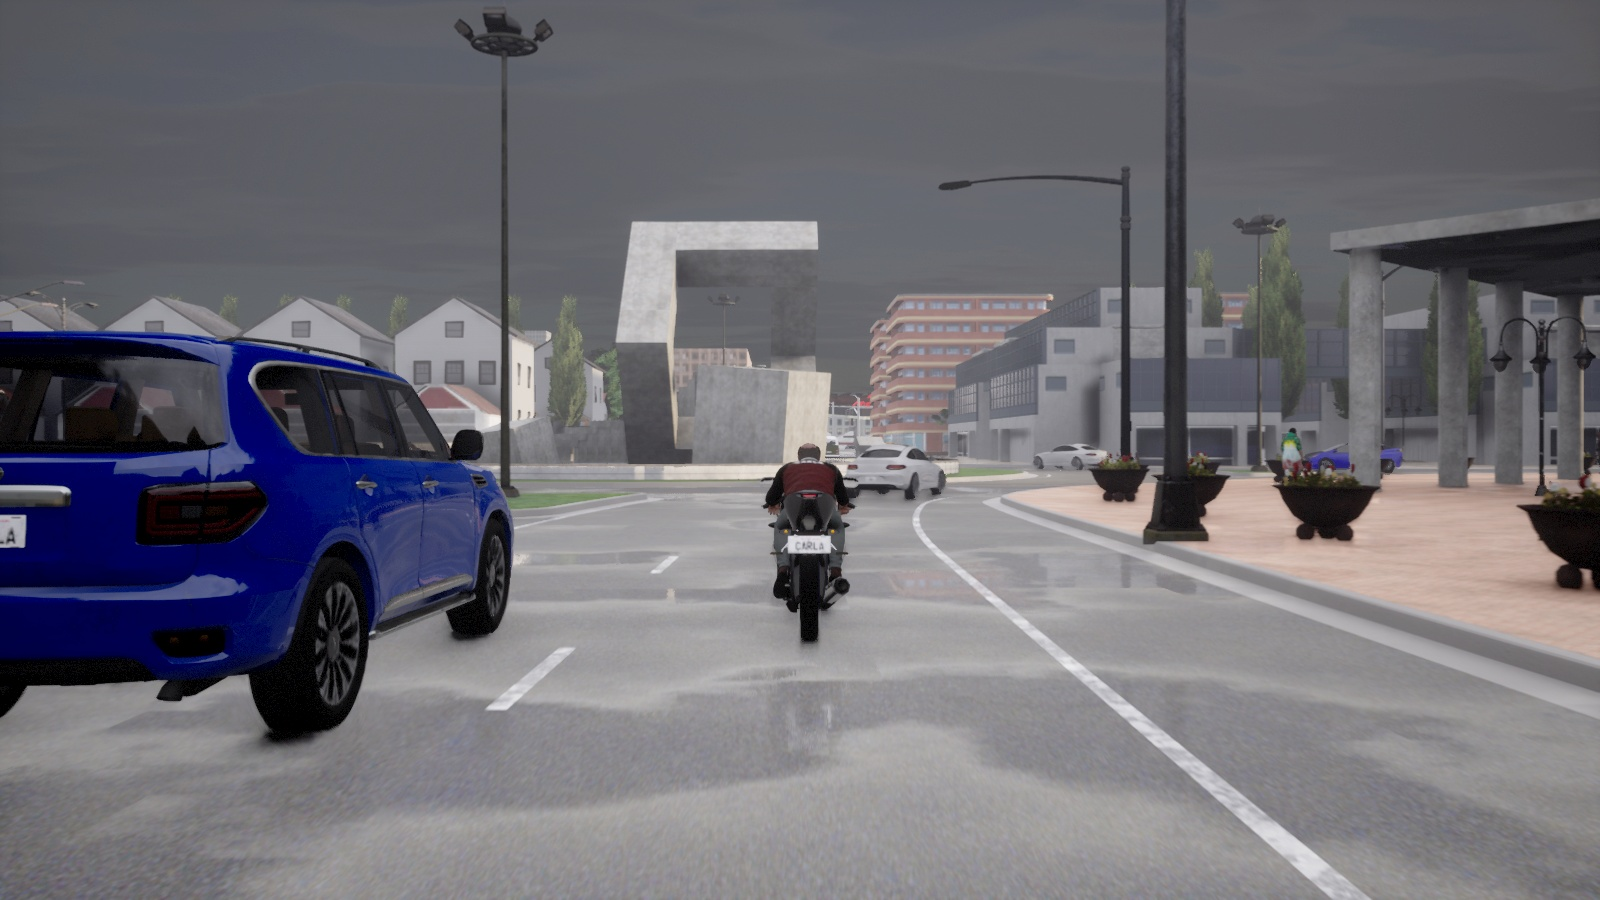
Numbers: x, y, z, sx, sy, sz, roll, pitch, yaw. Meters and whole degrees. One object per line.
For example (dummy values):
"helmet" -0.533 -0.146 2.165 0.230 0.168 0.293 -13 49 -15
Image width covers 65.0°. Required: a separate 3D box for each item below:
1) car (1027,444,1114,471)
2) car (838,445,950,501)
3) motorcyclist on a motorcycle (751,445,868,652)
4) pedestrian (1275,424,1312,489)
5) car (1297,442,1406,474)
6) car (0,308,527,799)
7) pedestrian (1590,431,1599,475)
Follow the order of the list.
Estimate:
"car" 14.847 0.394 69.215 1.812 1.442 4.674 0 0 -35
"car" 2.684 0.579 34.751 1.812 1.442 4.674 0 0 21
"motorcyclist on a motorcycle" 0.074 0.723 10.406 0.866 1.530 2.191 0 0 0
"pedestrian" 14.977 0.201 38.131 0.873 1.952 0.659 0 0 -35
"car" 26.960 0.368 61.491 4.514 1.525 2.007 0 0 8
"car" -3.439 0.417 8.018 2.150 2.045 5.566 0 0 0
"pedestrian" 33.903 0.140 53.106 0.720 1.854 0.376 0 0 9
